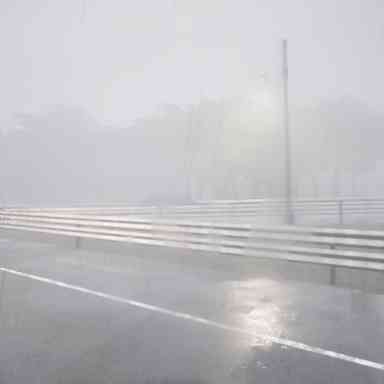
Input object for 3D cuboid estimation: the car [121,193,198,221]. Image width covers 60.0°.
[{"bbox_3d":[-2.382,1.117,24.578,5.566,2.045,2.150,-2,0,7],"label":"car"}]
